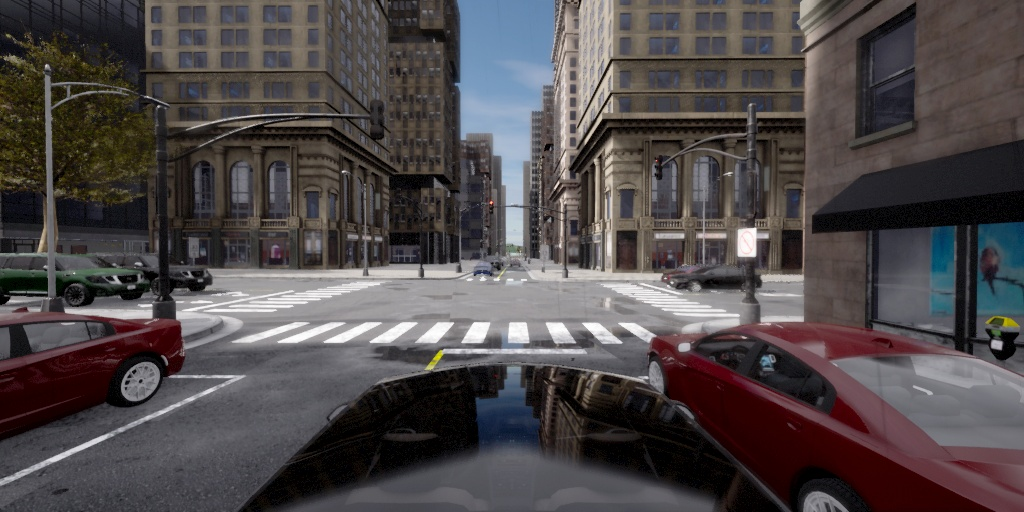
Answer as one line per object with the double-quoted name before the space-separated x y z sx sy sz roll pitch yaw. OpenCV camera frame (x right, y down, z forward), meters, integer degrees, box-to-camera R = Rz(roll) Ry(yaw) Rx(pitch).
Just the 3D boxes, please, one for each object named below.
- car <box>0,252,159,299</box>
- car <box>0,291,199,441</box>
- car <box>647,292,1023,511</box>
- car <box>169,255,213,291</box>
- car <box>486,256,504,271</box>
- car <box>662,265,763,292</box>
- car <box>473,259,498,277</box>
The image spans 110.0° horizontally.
"car" -18.336 0.901 14.691 5.566 2.045 2.150 0 1 1
"car" -5.754 1.295 3.466 1.888 1.381 4.507 0 0 0
"car" 2.771 1.294 3.396 1.888 1.381 4.507 0 0 0
"car" -18.327 0.854 17.941 5.566 2.045 2.150 0 1 1
"car" -2.669 0.962 48.938 2.150 2.045 5.566 0 0 1
"car" 11.863 1.311 21.030 5.008 1.535 1.882 0 1 -2
"car" -2.797 1.290 36.247 2.033 1.411 5.357 0 0 0
